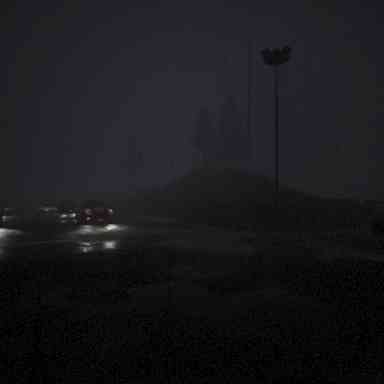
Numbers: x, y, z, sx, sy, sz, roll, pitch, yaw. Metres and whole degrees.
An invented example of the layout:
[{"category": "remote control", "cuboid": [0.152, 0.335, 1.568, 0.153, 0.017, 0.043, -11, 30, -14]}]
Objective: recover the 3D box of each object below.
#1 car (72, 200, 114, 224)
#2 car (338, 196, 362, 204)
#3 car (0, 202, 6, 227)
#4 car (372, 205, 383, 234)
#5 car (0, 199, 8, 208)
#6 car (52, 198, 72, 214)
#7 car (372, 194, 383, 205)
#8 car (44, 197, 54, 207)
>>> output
[{"category": "car", "cuboid": [-7.466, 1.401, 25.305, 2.097, 1.767, 4.553, 0, 0, -28]}, {"category": "car", "cuboid": [29.508, 1.540, 62.203, 1.882, 1.535, 5.008, 0, 0, -14]}, {"category": "car", "cuboid": [-13.798, 1.615, 22.296, 1.994, 1.385, 4.181, 0, 0, -28]}, {"category": "car", "cuboid": [11.596, 1.580, 18.370, 4.181, 1.385, 1.994, 0, 0, -44]}, {"category": "car", "cuboid": [-20.255, 1.556, 34.199, 1.882, 1.535, 5.008, 0, 1, -28]}, {"category": "car", "cuboid": [-14.180, 1.623, 37.675, 2.033, 1.411, 5.357, 0, 0, -28]}, {"category": "car", "cuboid": [30.366, 1.267, 51.571, 2.150, 2.045, 5.566, 0, 0, 4]}, {"category": "car", "cuboid": [-22.377, 1.589, 52.973, 1.882, 1.535, 5.008, 0, 0, -28]}]
